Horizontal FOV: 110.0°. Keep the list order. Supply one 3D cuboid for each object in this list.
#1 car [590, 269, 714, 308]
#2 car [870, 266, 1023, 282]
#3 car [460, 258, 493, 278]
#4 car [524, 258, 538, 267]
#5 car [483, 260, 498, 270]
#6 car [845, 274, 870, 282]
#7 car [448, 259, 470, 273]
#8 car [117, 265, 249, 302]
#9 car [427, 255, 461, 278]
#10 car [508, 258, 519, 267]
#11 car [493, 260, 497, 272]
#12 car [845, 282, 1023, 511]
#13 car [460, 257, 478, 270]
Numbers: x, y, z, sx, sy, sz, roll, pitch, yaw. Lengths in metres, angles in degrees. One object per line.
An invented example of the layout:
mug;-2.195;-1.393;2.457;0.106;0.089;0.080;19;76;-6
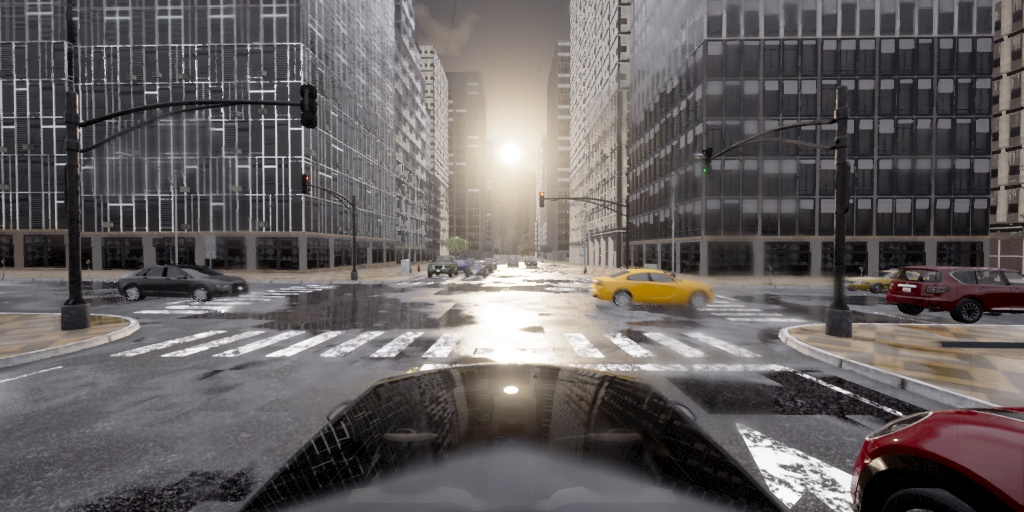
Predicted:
car;5.898;1.313;15.321;5.008;1.535;1.882;1;1;1
car;16.226;1.282;12.537;5.009;1.841;2.192;0;0;1
car;-3.240;1.225;33.957;2.128;1.511;4.902;0;0;1
car;3.460;1.305;63.395;1.895;1.301;4.718;0;0;0
car;-3.167;1.262;53.941;2.033;1.411;5.357;0;0;0
car;21.865;1.410;20.803;4.829;1.417;1.751;0;0;1
car;-6.456;1.202;44.165;1.882;1.535;5.008;0;0;0
car;-14.277;1.158;15.709;4.892;1.490;1.837;1;1;1
car;-6.481;0.955;34.199;2.150;2.045;5.566;0;0;0
car;0.210;1.269;63.377;1.994;1.385;4.181;0;0;0
car;-3.211;1.326;43.238;1.895;1.301;4.718;0;0;0
car;3.253;1.102;0.425;2.097;1.767;4.553;0;0;0
car;-6.414;1.067;53.833;2.097;1.767;4.553;0;0;0
